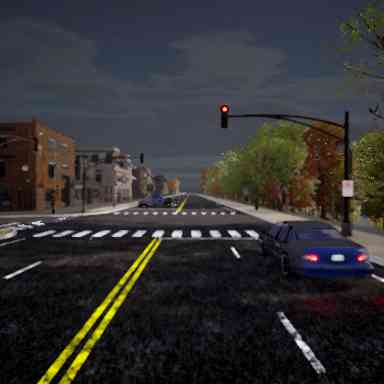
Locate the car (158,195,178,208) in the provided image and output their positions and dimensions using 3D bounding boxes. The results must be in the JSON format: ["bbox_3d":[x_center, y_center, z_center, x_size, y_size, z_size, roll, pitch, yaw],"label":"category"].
[{"bbox_3d":[-3.384,1.554,48.466,1.837,1.490,4.892,0,0,0],"label":"car"}]

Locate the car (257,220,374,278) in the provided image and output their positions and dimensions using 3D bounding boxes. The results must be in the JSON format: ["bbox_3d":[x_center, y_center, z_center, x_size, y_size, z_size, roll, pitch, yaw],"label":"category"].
[{"bbox_3d":[3.350,1.558,10.149,2.033,1.411,5.357,0,0,0],"label":"car"}]

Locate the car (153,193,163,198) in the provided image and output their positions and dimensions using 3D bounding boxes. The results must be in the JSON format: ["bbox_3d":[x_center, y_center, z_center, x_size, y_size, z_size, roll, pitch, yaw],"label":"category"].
[{"bbox_3d":[-6.623,1.285,64.256,2.150,2.045,5.566,0,0,0],"label":"car"}]

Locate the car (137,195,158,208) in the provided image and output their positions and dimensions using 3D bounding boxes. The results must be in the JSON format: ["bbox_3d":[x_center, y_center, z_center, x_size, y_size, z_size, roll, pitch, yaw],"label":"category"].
[{"bbox_3d":[-6.634,1.597,48.306,2.033,1.411,5.357,0,0,0],"label":"car"}]

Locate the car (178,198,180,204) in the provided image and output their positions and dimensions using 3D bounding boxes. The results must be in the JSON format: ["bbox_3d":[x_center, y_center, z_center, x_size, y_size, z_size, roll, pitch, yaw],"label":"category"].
[{"bbox_3d":[-3.382,1.631,64.089,1.994,1.385,4.181,0,0,0],"label":"car"}]
